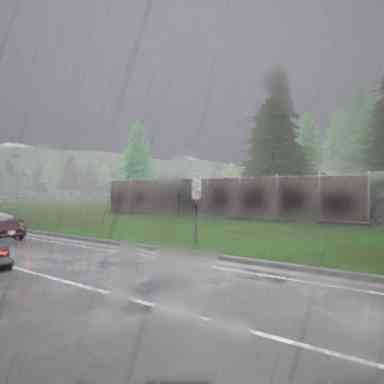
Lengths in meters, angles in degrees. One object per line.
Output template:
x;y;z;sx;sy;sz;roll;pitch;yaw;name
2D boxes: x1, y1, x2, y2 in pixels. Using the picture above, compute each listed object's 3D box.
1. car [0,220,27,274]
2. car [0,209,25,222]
-6.865;1.514;8.897;5.357;1.411;2.033;0;0;36;car
-9.216;1.475;14.896;4.674;1.442;1.812;0;0;36;car
